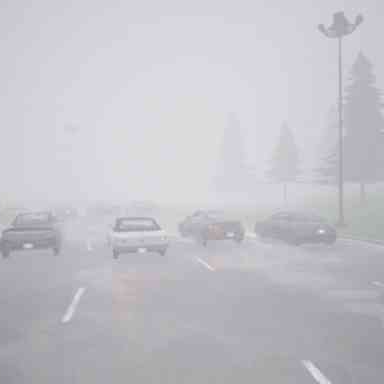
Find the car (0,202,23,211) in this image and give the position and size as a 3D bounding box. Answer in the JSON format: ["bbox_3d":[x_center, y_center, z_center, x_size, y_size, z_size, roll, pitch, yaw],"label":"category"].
[{"bbox_3d":[-15.800,1.584,28.706,1.882,1.535,5.008,0,0,-43],"label":"car"}]

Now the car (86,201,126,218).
[{"bbox_3d":[-8.322,1.581,31.182,1.812,1.442,4.674,0,0,-40],"label":"car"}]

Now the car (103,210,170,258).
[{"bbox_3d":[-2.279,1.616,12.977,1.895,1.301,4.718,0,0,-17],"label":"car"}]

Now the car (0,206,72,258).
[{"bbox_3d":[-6.066,1.534,13.079,2.128,1.511,4.902,0,0,-18],"label":"car"}]

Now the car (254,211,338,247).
[{"bbox_3d":[4.530,1.532,15.086,1.994,1.385,4.181,0,0,-17],"label":"car"}]

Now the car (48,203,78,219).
[{"bbox_3d":[-11.709,1.642,29.321,1.994,1.385,4.181,0,0,-41],"label":"car"}]

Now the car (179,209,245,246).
[{"bbox_3d":[0.793,1.519,15.377,1.812,1.442,4.674,0,0,-19],"label":"car"}]

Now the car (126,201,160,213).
[{"bbox_3d":[-4.859,1.557,32.450,1.812,1.442,4.674,0,0,-39],"label":"car"}]
